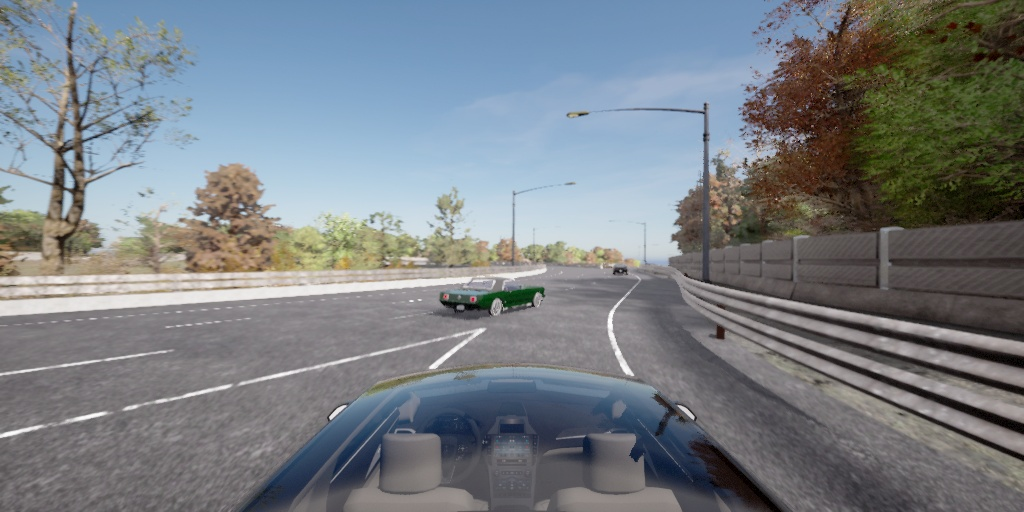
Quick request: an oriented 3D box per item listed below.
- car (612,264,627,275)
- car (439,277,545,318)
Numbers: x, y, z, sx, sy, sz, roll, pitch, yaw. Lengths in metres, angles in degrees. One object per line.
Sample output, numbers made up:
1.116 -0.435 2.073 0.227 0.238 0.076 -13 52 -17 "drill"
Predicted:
15.594 1.953 52.000 1.882 1.535 5.008 1 -1 13 "car"
-0.521 1.480 13.927 1.895 1.301 4.718 0 -1 33 "car"
